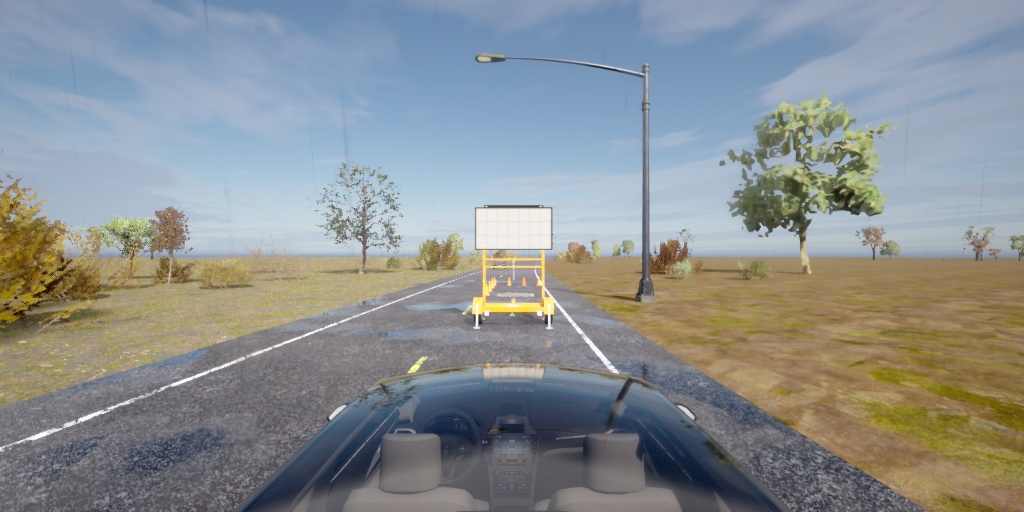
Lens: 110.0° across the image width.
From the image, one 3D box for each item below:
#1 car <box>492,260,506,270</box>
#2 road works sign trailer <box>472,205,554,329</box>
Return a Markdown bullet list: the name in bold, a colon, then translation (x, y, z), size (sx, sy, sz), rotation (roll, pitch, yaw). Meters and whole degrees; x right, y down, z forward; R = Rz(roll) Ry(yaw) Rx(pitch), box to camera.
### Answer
- **car**: translation (-1.835, 1.267, 53.022), size (1.812, 1.442, 4.674), rotation (0, 0, 4)
- **road works sign trailer**: translation (0.054, 0.214, 11.252), size (2.380, 3.560, 2.880), rotation (0, 0, 1)
